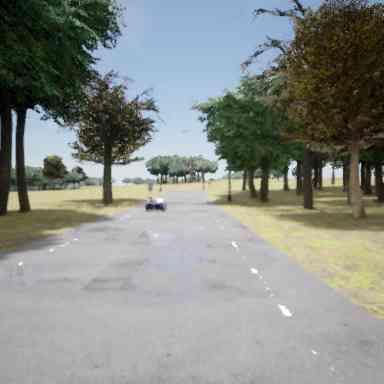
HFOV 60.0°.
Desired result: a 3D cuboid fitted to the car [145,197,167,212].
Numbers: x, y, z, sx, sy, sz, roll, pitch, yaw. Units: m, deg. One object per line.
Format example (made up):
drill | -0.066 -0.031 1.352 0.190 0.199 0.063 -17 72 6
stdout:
car | -3.590 1.241 33.698 1.895 1.301 4.718 0 1 0
